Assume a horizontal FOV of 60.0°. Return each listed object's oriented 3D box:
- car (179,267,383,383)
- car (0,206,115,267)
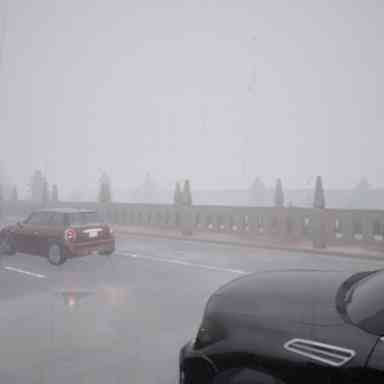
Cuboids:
[{"bbox_3d":[2.541,1.223,2.180,5.566,2.045,2.150,0,0,36],"label":"car"},{"bbox_3d":[-4.855,1.361,11.755,4.553,1.767,2.097,0,0,36],"label":"car"}]
